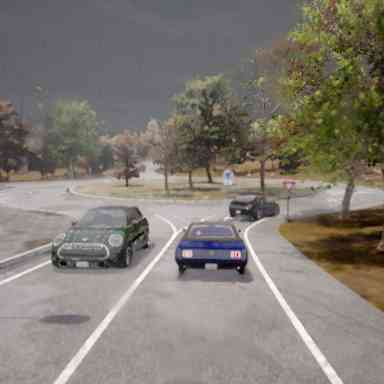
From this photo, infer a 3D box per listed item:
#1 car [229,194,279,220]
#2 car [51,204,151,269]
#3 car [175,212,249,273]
[{"bbox_3d":[4.171,0.890,21.928,1.837,1.490,4.892,5,4,35],"label":"car"},{"bbox_3d":[-2.746,1.274,10.993,2.097,1.767,4.553,0,1,4],"label":"car"},{"bbox_3d":[0.620,1.551,10.555,1.895,1.301,4.718,0,1,3],"label":"car"}]
